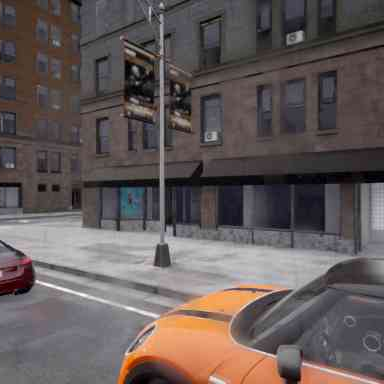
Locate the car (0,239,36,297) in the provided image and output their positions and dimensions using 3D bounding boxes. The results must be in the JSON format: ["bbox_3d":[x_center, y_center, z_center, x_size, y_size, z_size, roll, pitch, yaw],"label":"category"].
[{"bbox_3d":[-5.416,1.564,7.533,4.181,1.385,1.994,0,0,36],"label":"car"}]

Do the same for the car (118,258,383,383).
[{"bbox_3d":[1.524,1.352,2.599,4.553,1.767,2.097,0,0,36],"label":"car"}]
